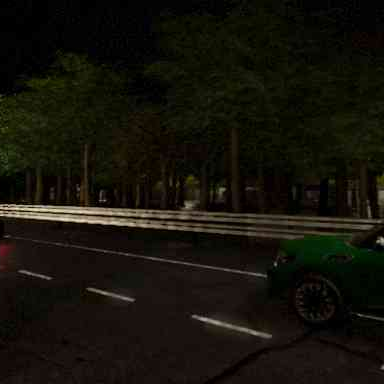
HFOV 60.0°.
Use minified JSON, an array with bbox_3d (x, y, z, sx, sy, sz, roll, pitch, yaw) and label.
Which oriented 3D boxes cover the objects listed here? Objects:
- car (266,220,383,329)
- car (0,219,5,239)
[{"bbox_3d":[4.041,1.223,5.285,5.566,2.045,2.150,0,0,36],"label":"car"},{"bbox_3d":[-10.817,1.541,15.902,4.892,1.490,1.837,0,0,36],"label":"car"}]
